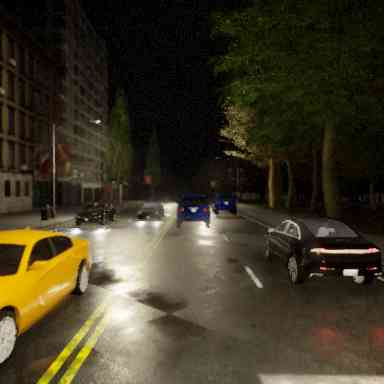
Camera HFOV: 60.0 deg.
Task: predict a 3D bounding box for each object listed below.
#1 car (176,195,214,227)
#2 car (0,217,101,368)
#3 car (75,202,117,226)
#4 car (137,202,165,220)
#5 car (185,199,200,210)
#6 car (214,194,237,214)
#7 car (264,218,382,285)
[{"bbox_3d":[0.094,1.207,22.646,2.150,2.045,5.566,0,0,0],"label":"car"},{"bbox_3d":[-3.318,1.470,5.890,1.882,1.535,5.008,0,0,0],"label":"car"},{"bbox_3d":[-6.590,1.490,23.215,1.837,1.490,4.892,0,0,0],"label":"car"},{"bbox_3d":[-3.316,1.535,28.027,2.033,1.411,5.357,0,0,0],"label":"car"},{"bbox_3d":[0.087,1.604,42.905,1.895,1.301,4.718,0,0,0],"label":"car"},{"bbox_3d":[3.339,1.215,34.898,2.150,2.045,5.566,0,0,0],"label":"car"},{"bbox_3d":[3.347,1.480,9.444,2.128,1.511,4.902,0,0,0],"label":"car"}]
